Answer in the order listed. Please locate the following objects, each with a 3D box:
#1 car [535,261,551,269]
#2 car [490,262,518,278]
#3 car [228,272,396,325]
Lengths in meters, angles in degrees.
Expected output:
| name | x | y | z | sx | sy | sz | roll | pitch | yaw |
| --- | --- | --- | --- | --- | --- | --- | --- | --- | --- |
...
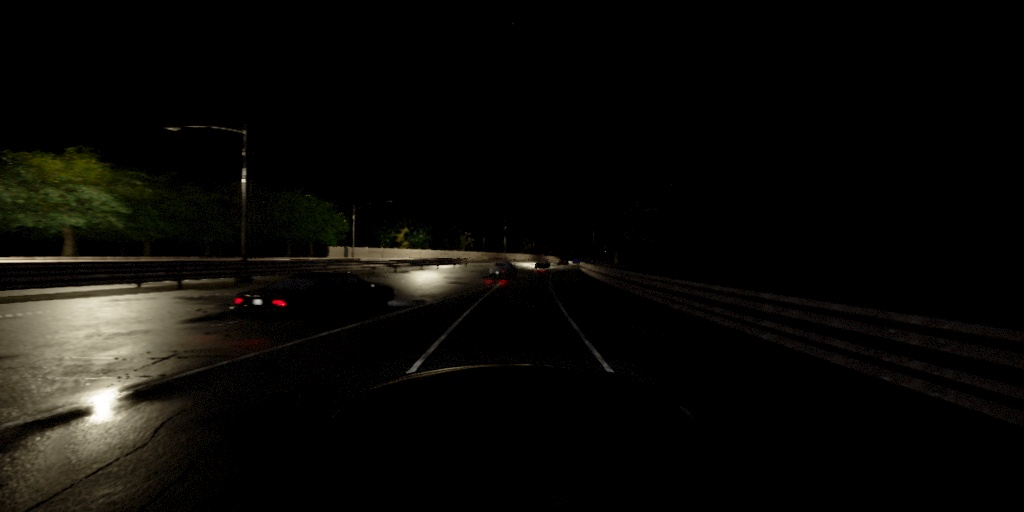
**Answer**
| name | x | y | z | sx | sy | sz | roll | pitch | yaw |
| --- | --- | --- | --- | --- | --- | --- | --- | --- | --- |
| car | 4.867 | 1.368 | 55.863 | 1.895 | 1.301 | 4.718 | 1 | 0 | 15 |
| car | -0.763 | 1.250 | 33.671 | 1.812 | 1.442 | 4.674 | 1 | 0 | 14 |
| car | -5.895 | 1.219 | 11.510 | 2.033 | 1.411 | 5.357 | 1 | 0 | 12 |
